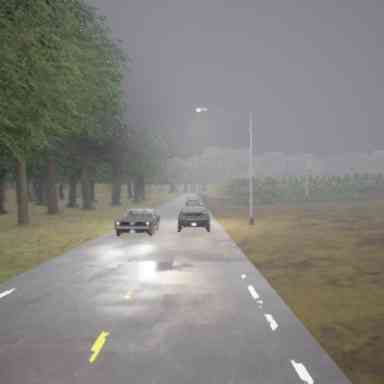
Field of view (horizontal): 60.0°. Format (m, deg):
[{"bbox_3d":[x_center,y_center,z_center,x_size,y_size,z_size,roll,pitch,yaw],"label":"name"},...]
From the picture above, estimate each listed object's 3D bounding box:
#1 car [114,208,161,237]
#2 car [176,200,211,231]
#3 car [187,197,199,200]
[{"bbox_3d":[-2.834,1.584,18.094,1.895,1.301,4.718,0,0,0],"label":"car"},{"bbox_3d":[0.105,1.484,20.306,1.837,1.490,4.892,0,0,0],"label":"car"},{"bbox_3d":[0.108,1.403,43.159,2.128,1.511,4.902,0,0,0],"label":"car"}]
